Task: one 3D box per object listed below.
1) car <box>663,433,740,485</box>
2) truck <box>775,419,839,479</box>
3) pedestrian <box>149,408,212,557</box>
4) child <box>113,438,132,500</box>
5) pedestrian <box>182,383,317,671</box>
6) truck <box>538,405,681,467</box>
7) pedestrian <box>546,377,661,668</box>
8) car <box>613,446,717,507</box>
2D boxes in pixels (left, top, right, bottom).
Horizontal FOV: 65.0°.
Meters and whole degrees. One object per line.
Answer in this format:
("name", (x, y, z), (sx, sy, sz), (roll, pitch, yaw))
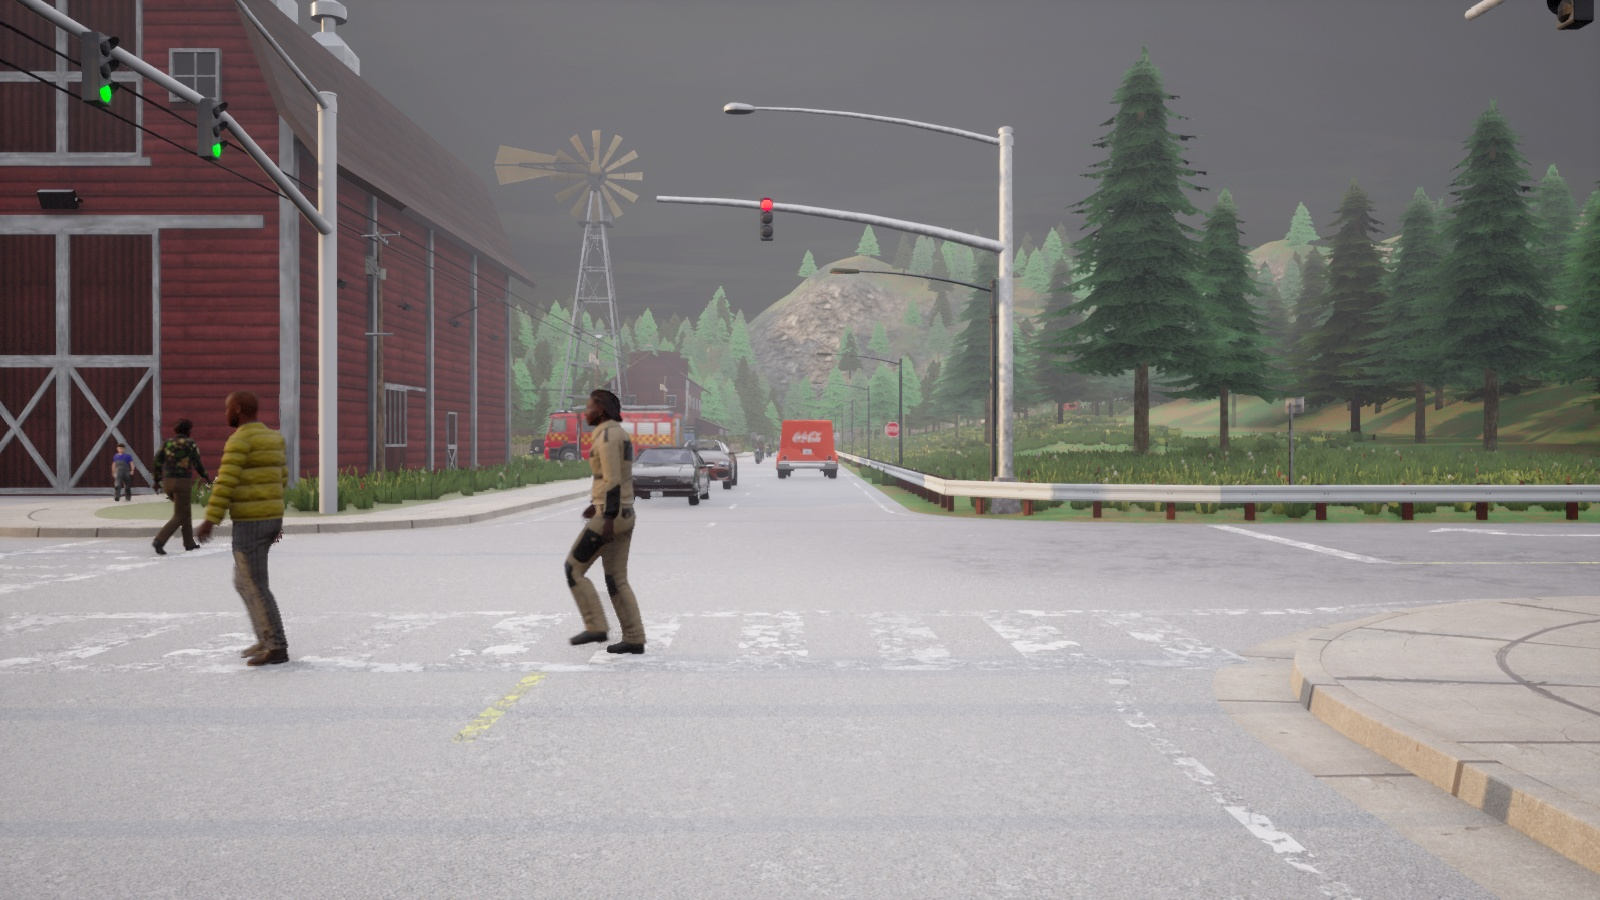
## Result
("car", (-3.251, 0.283, 42.350), (2.152, 1.651, 5.027), (0, 0, 0))
("truck", (0.316, -0.048, 54.412), (2.627, 2.467, 5.204), (0, 0, 0))
("pedestrian", (-8.202, 0.421, 16.638), (0.395, 1.930, 0.692), (0, 0, 14))
("child", (-13.912, 0.383, 25.788), (0.270, 1.263, 0.437), (0, 0, -17))
("pedestrian", (-3.606, 0.487, 8.241), (0.726, 1.835, 0.370), (0, 0, 9))
("truck", (-12.022, -0.876, 79.453), (8.468, 3.827, 2.891), (0, 0, 9))
("pedestrian", (-1.334, 0.479, 8.575), (0.692, 1.930, 0.396), (0, 0, 8))
("car", (-3.308, 0.611, 31.870), (2.033, 1.411, 5.357), (0, 0, 0))
